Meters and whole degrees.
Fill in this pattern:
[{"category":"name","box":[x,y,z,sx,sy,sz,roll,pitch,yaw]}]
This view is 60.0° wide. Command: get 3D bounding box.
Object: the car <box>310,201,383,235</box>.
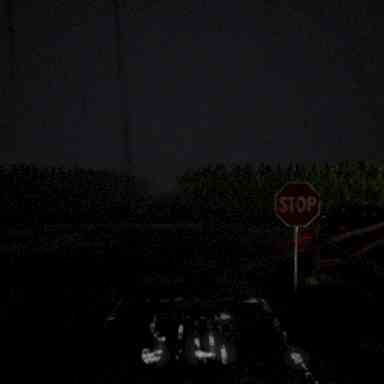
[{"category":"car","box":[8.027,1.220,15.489,4.892,1.490,1.837,0,1,0]}]
